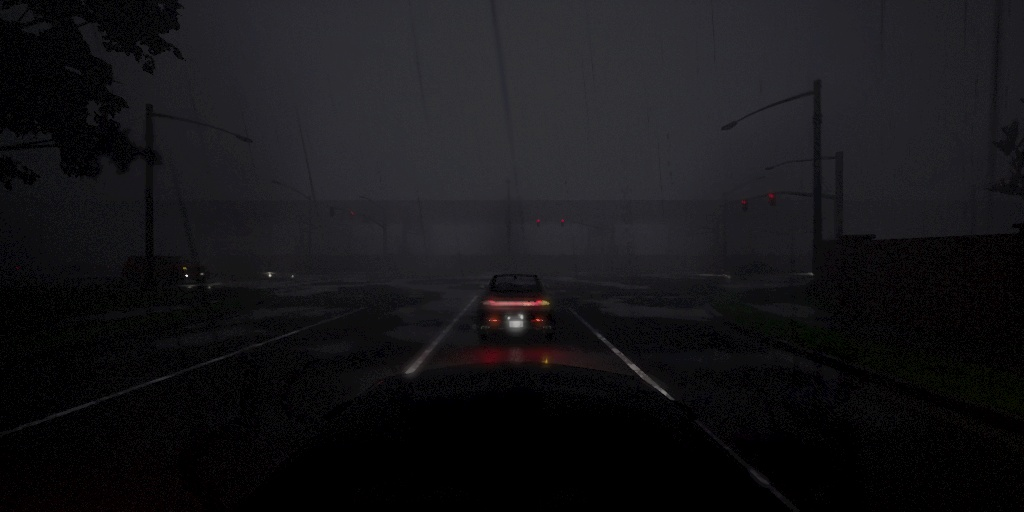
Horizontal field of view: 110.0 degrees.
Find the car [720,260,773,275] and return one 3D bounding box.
[{"bbox_3d":[23.503,1.140,36.003,4.674,1.442,1.812,-1,0,2],"label":"car"}]

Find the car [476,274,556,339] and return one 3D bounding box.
[{"bbox_3d":[0.096,1.242,10.074,2.128,1.511,4.902,0,0,0],"label":"car"}]

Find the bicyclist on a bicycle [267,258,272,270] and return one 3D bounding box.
[{"bbox_3d":[-31.596,1.050,46.730,0.582,1.620,1.656,0,0,-33],"label":"bicyclist on a bicycle"}]

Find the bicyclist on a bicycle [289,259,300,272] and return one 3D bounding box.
[{"bbox_3d":[-27.044,1.203,44.640,0.582,1.620,1.656,0,0,14],"label":"bicyclist on a bicycle"}]

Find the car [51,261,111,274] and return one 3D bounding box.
[{"bbox_3d":[-49.659,1.297,41.373,5.357,1.411,2.033,0,0,2],"label":"car"}]

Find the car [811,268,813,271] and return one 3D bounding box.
[{"bbox_3d":[33.178,1.047,35.737,5.357,1.411,2.033,-1,0,2],"label":"car"}]

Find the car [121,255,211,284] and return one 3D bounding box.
[{"bbox_3d":[-25.625,0.971,26.644,5.566,2.045,2.150,0,0,4],"label":"car"}]
